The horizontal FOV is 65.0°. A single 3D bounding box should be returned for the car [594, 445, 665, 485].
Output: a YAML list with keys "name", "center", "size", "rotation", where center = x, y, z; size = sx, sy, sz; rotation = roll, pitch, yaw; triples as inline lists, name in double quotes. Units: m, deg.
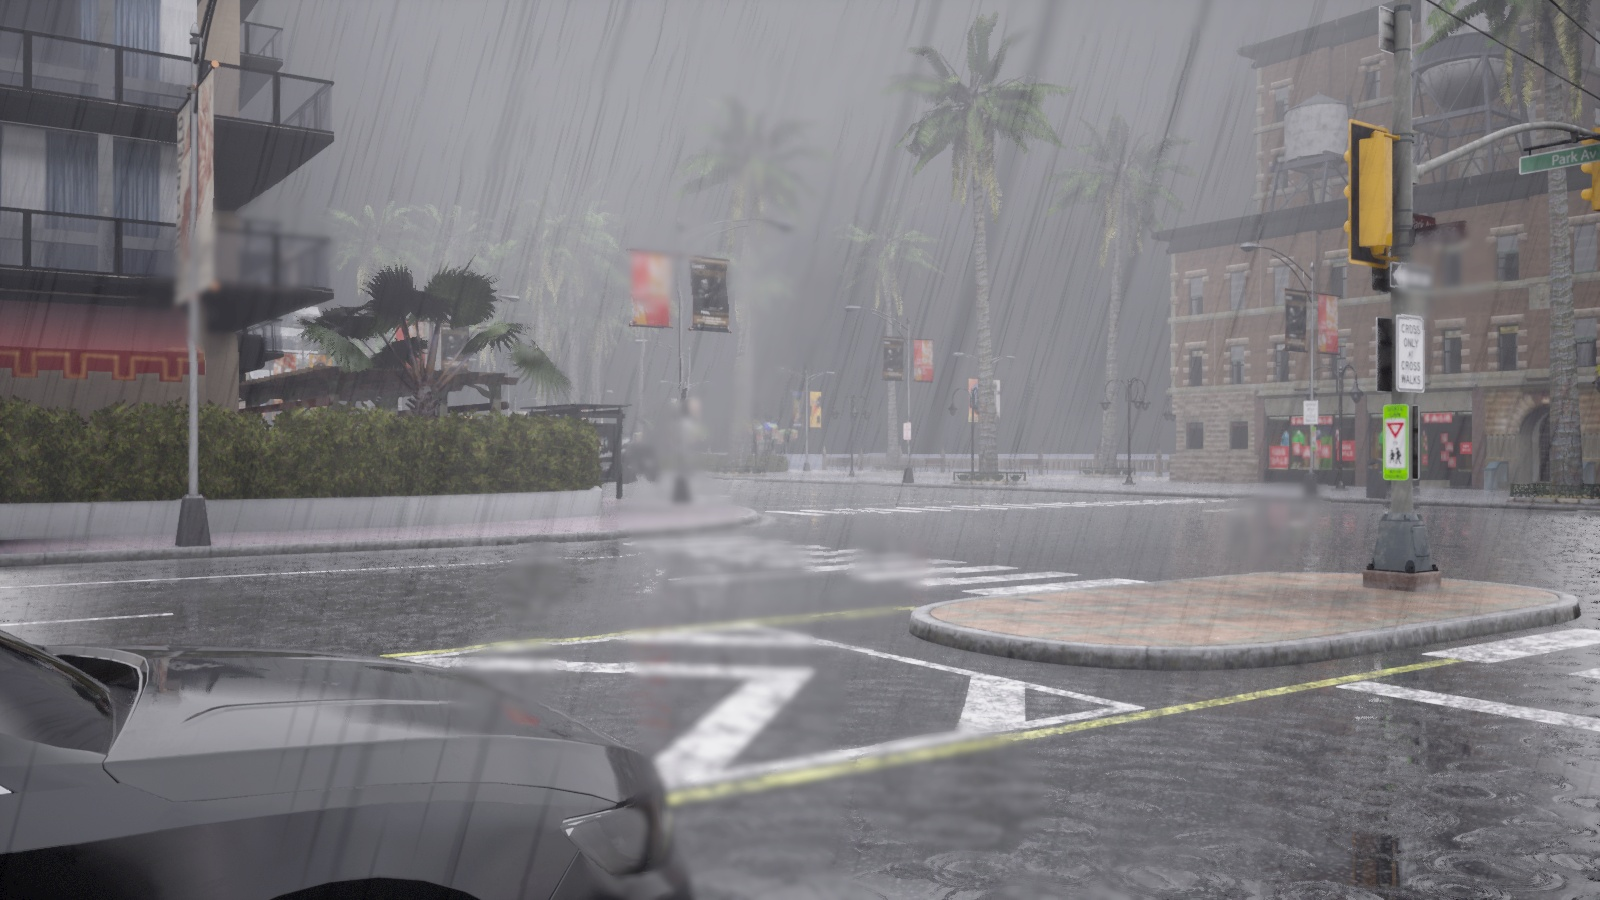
- name: "car"
  center: [-8.349, 0.708, 61.260]
  size: [1.905, 1.878, 3.866]
  rotation: [0, 0, -34]

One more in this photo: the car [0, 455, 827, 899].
- name: "car"
  center: [-2.478, 0.760, 1.933]
  size: [4.892, 1.490, 1.837]
  rotation: [0, 0, -35]
